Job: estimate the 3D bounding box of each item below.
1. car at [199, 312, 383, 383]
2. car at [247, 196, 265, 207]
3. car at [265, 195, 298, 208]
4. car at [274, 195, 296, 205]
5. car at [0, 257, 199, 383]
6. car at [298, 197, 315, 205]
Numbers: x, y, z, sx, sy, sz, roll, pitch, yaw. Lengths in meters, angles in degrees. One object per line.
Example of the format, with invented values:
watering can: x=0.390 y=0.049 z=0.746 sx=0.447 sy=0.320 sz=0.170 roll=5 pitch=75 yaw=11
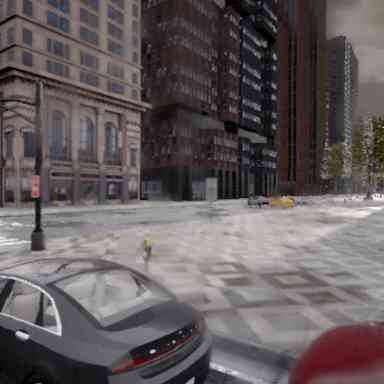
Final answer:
car: x=2.720 y=1.318 z=1.017 sx=5.009 sy=1.841 sz=2.192 roll=0 pitch=0 yaw=36
car: x=9.497 y=1.336 z=46.692 sx=2.128 sy=1.511 sz=4.902 roll=0 pitch=0 yaw=36
car: x=12.098 y=1.342 z=44.742 sx=1.882 sy=1.535 sz=5.008 roll=0 pitch=0 yaw=36
car: x=15.479 y=1.291 z=55.135 sx=1.882 sy=1.535 sz=5.008 roll=0 pitch=0 yaw=36
car: x=-1.839 y=1.543 z=4.273 sx=4.403 sy=1.369 sz=2.008 roll=0 pitch=0 yaw=36
car: x=18.140 y=1.434 z=53.270 sx=1.895 sy=1.301 sz=4.718 roll=0 pitch=0 yaw=36
